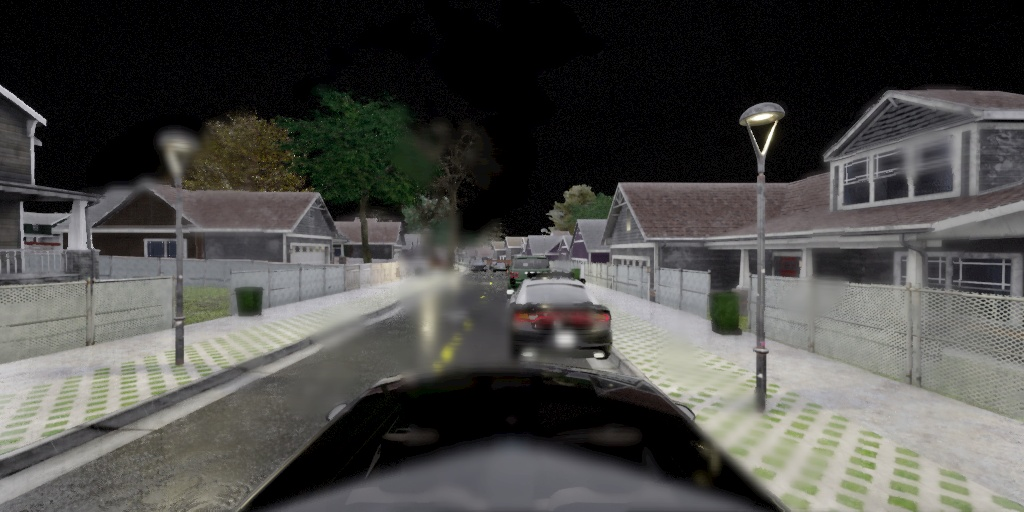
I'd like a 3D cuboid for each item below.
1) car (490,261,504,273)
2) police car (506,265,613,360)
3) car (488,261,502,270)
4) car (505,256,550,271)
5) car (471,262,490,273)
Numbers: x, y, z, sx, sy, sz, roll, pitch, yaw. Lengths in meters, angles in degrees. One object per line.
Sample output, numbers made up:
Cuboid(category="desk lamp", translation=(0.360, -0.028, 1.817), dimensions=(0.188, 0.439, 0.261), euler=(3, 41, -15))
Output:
Cuboid(category="car", translation=(-1.507, 1.476, 47.472), dimensions=(1.994, 1.385, 4.181), euler=(0, 0, -4))
Cuboid(category="police car", translation=(0.899, 1.180, 8.505), dimensions=(1.930, 1.638, 5.238), euler=(0, 0, 0))
Cuboid(category="car", translation=(-2.944, 1.595, 61.334), dimensions=(2.033, 1.411, 5.357), euler=(0, -1, -8))
Cuboid(category="car", translation=(0.847, 1.000, 18.479), dimensions=(2.150, 2.045, 5.566), euler=(0, 0, -1))
Cuboid(category="car", translation=(-4.188, 1.455, 46.158), dimensions=(2.033, 1.411, 5.357), euler=(0, 0, -5))
